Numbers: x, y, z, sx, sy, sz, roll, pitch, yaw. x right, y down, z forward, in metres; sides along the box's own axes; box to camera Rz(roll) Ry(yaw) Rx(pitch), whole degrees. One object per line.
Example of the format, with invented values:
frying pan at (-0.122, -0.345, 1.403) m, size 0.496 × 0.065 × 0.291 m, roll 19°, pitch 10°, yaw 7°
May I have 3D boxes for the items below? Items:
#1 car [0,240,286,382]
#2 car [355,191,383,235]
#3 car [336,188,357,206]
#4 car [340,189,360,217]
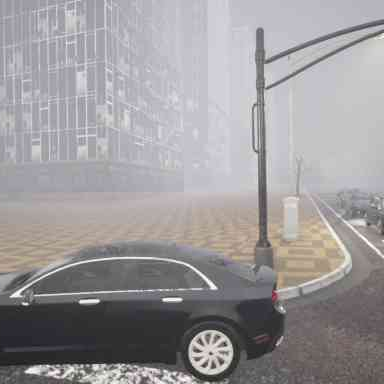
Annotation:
car at (-1.173, 1.505, 4.800) m, size 4.892 × 1.490 × 1.837 m, roll 0°, pitch 0°, yaw 0°
car at (8.846, 0.928, 14.510) m, size 2.128 × 1.511 × 4.902 m, roll -1°, pitch 2°, yaw 18°
car at (12.799, 0.454, 26.897) m, size 2.128 × 1.511 × 4.902 m, roll -1°, pitch 2°, yaw 18°
car at (10.849, 0.759, 20.819) m, size 1.994 × 1.385 × 4.181 m, roll -1°, pitch 2°, yaw 17°
